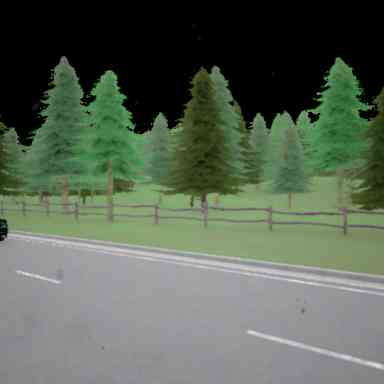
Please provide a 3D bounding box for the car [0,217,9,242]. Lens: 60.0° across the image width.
[{"bbox_3d":[-10.660,1.563,15.823,5.008,1.535,1.882,0,0,36],"label":"car"}]
